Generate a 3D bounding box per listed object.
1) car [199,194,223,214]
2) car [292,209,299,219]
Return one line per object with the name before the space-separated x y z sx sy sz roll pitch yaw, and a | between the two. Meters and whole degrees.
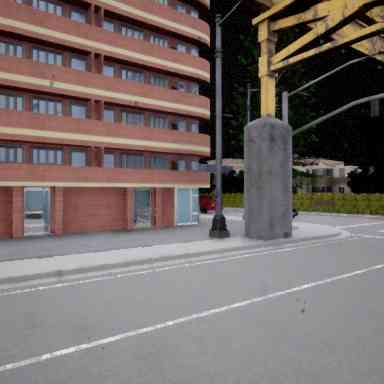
car | 1.025 1.258 36.568 2.150 2.045 5.566 0 0 -35
car | 6.748 1.616 28.496 1.895 1.301 4.718 0 0 -35
